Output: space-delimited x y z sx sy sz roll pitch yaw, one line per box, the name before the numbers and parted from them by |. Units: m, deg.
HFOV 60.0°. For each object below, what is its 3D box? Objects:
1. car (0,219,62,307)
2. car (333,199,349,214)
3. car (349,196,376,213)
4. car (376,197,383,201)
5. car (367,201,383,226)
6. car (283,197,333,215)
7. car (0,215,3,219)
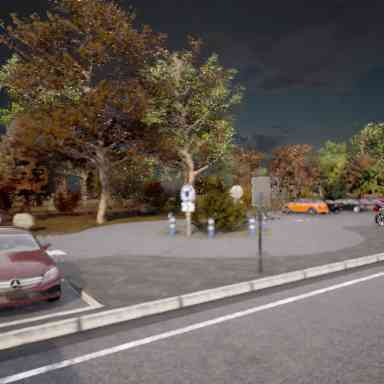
car | -4.469 1.584 7.815 2.002 1.452 4.674 1 -1 -35
car | 14.012 1.573 36.527 2.097 1.535 5.008 0 0 -35
car | 18.723 1.607 39.862 2.231 1.521 4.892 0 0 -35
car | 20.950 1.651 41.387 2.163 1.488 4.792 0 0 -35
car | 14.446 1.555 21.482 2.163 1.488 4.792 0 0 -35
car | 11.822 1.432 34.950 2.185 1.767 4.553 0 0 -35
car | -11.889 1.420 18.532 2.185 1.767 4.553 1 0 -35
